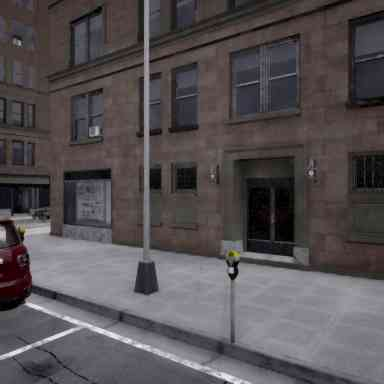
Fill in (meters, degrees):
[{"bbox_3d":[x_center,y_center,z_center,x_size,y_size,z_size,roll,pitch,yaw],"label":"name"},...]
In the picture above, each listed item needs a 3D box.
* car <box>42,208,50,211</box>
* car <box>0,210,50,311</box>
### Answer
[{"bbox_3d":[-9.619,1.499,26.138,2.033,1.411,5.357,0,0,36],"label":"car"},{"bbox_3d":[-5.112,1.315,6.444,5.009,1.841,2.192,0,0,35],"label":"car"}]
